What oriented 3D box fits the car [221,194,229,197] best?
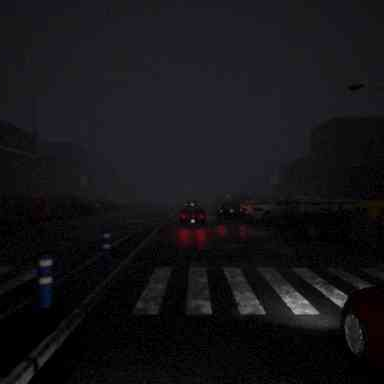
[{"bbox_3d":[7.523,1.416,48.474,5.566,2.045,2.435,0,0,0],"label":"car"}]

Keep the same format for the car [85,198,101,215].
[{"bbox_3d":[-12.897,1.382,34.792,5.566,2.045,2.435,0,0,0],"label":"car"}]

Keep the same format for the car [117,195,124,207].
[{"bbox_3d":[-12.934,1.630,48.570,4.892,1.521,2.231,0,0,0],"label":"car"}]

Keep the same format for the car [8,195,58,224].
[{"bbox_3d":[-12.970,1.356,23.556,5.566,2.045,2.435,0,0,0],"label":"car"}]

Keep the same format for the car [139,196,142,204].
[{"bbox_3d":[-13.114,1.671,65.232,5.366,1.575,1.946,0,-1,0],"label":"car"}]

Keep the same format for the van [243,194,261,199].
[{"bbox_3d":[7.467,1.436,31.925,4.442,1.987,1.878,0,0,0],"label":"van"}]

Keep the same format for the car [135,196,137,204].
[{"bbox_3d":[-12.931,1.675,59.801,4.674,1.452,2.002,0,0,0],"label":"car"}]

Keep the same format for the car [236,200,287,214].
[{"bbox_3d":[7.758,1.667,37.441,5.366,1.575,1.946,0,0,0],"label":"car"}]

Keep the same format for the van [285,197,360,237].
[{"bbox_3d":[7.727,1.389,18.133,4.442,1.987,1.878,0,0,0],"label":"van"}]

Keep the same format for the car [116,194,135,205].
[{"bbox_3d":[-13.113,1.624,57.030,5.366,1.575,1.946,0,0,0],"label":"car"}]

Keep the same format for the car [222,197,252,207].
[{"bbox_3d":[7.564,1.699,56.744,4.792,1.488,2.163,0,0,0],"label":"car"}]

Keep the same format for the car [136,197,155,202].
[{"bbox_3d":[-12.923,2.153,93.011,4.892,1.521,2.231,0,-1,0],"label":"car"}]

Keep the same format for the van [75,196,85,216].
[{"bbox_3d":[-13.045,1.403,31.893,4.442,1.987,1.878,0,0,0],"label":"van"}]

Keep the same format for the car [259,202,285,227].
[{"bbox_3d":[7.570,1.668,23.650,4.792,1.488,2.163,0,0,0],"label":"car"}]

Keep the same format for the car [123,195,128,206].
[{"bbox_3d":[-12.933,1.626,51.474,5.008,1.535,2.097,0,0,0],"label":"car"}]

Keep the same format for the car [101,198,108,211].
[{"bbox_3d":[-12.742,1.633,37.576,5.366,1.575,1.946,0,0,0],"label":"car"}]

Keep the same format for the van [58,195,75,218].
[{"bbox_3d":[-13.050,1.399,29.239,4.442,1.987,1.878,0,0,0],"label":"van"}]

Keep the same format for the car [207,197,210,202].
[{"bbox_3d":[7.504,1.814,87.058,5.566,2.045,2.435,0,-1,0],"label":"car"}]

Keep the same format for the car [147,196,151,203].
[{"bbox_3d":[-12.935,1.889,79.242,4.892,1.521,2.231,0,-1,0],"label":"car"}]

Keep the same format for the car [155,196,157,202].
[{"bbox_3d":[-12.935,2.097,90.231,5.008,1.535,2.097,0,-1,0],"label":"car"}]

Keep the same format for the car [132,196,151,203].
[{"bbox_3d":[-12.901,1.865,84.685,4.553,1.767,2.185,0,-1,0],"label":"car"}]

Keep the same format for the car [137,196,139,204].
[{"bbox_3d":[-12.926,1.690,62.458,4.674,1.452,2.002,0,0,0],"label":"car"}]

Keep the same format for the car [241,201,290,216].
[{"bbox_3d":[7.575,1.706,34.684,4.674,1.452,2.002,0,0,0],"label":"car"}]

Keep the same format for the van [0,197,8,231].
[{"bbox_3d":[-12.839,1.358,17.997,4.442,1.987,1.878,0,0,0],"label":"van"}]

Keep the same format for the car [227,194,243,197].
[{"bbox_3d":[7.525,1.543,45.716,4.553,1.767,2.185,0,0,0],"label":"car"}]

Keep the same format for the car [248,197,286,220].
[{"bbox_3d":[7.620,1.530,29.168,4.553,1.767,2.185,0,0,0],"label":"car"}]

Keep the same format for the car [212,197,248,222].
[{"bbox_3d":[3.051,1.517,27.807,2.097,1.767,4.553,0,0,0],"label":"car"}]

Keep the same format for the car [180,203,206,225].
[{"bbox_3d":[0.055,1.754,25.466,1.895,1.301,4.718,0,0,0],"label":"car"}]

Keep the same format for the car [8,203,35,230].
[{"bbox_3d":[-12.921,1.627,20.902,4.792,1.488,2.163,0,0,0],"label":"car"}]

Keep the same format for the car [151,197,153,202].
[{"bbox_3d":[-13.114,1.937,82.021,5.366,1.575,1.946,0,-1,0],"label":"car"}]

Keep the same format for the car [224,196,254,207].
[{"bbox_3d":[7.572,1.539,53.986,4.553,1.767,2.185,0,0,0],"label":"car"}]

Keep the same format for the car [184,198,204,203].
[{"bbox_3d":[0.026,1.530,41.418,2.097,1.767,4.553,0,0,-1],"label":"car"}]

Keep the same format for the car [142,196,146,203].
[{"bbox_3d":[-12.899,1.453,68.014,5.566,2.045,2.435,0,-1,0],"label":"car"}]

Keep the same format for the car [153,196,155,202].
[{"bbox_3d":[-12.900,2.073,87.453,4.792,1.488,2.163,0,-1,0],"label":"car"}]

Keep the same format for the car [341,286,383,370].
[{"bbox_3d":[3.094,1.554,2.959,1.812,1.442,4.674,0,0,0],"label":"car"}]

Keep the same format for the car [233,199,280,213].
[{"bbox_3d":[7.752,1.667,40.201,5.366,1.575,1.946,0,0,0],"label":"car"}]

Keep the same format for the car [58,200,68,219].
[{"bbox_3d":[-12.929,1.618,26.456,4.892,1.521,2.231,0,0,0],"label":"car"}]

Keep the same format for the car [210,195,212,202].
[{"bbox_3d":[7.515,1.994,81.539,4.792,1.488,2.163,0,-1,0],"label":"car"}]

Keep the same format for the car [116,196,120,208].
[{"bbox_3d":[-12.957,1.661,45.790,4.792,1.488,2.163,0,0,0],"label":"car"}]

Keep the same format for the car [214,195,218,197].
[{"bbox_3d":[7.496,1.442,62.255,5.566,2.045,2.435,0,0,0],"label":"car"}]

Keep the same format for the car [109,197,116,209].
[{"bbox_3d":[-12.922,1.634,43.010,5.008,1.535,2.097,0,0,0],"label":"car"}]

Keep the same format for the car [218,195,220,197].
[{"bbox_3d":[7.524,1.675,59.496,5.008,1.535,2.097,0,0,0],"label":"car"}]
